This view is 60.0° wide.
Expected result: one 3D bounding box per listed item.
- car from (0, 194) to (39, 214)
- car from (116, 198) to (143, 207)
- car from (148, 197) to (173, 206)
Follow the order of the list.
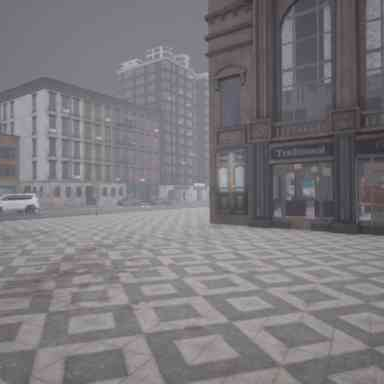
[{"bbox_3d":[-18.197,1.202,33.250,2.150,2.045,5.566,-1,0,36],"label":"car"},{"bbox_3d":[-9.531,1.532,50.896,1.994,1.385,4.181,-1,0,36],"label":"car"},{"bbox_3d":[-4.906,1.498,51.747,1.994,1.385,4.181,-1,0,36],"label":"car"}]
